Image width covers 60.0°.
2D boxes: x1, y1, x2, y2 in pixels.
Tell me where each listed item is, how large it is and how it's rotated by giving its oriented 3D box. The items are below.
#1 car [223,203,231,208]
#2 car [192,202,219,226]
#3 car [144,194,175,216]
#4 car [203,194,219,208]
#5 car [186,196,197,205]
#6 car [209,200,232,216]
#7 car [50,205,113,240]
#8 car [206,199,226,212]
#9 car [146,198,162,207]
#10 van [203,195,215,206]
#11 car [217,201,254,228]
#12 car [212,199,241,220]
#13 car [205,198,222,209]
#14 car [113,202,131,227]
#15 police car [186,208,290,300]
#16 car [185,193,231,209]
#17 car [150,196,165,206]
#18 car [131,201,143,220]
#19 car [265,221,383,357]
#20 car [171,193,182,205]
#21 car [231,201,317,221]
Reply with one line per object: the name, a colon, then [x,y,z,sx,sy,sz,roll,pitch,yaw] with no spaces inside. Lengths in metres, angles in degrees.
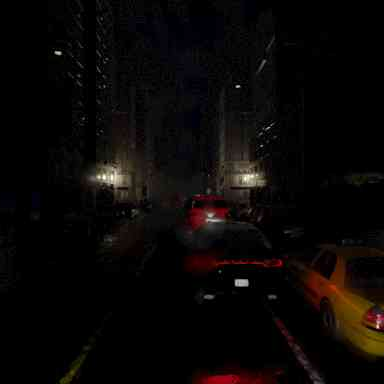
car: [2.837,1.524,17.280,1.752,1.417,4.829,0,0,0]
car: [0.871,1.525,24.441,1.812,1.442,4.674,0,0,0]
car: [-3.138,1.350,33.021,2.097,1.767,4.553,0,0,0]
car: [2.800,1.312,50.252,2.192,1.841,5.009,0,0,0]
car: [-0.069,1.522,59.563,1.812,1.442,4.674,0,0,0]
car: [2.819,1.549,33.681,2.008,1.369,4.403,0,0,0]
car: [-5.688,1.544,17.085,1.887,1.381,4.507,0,0,0]
car: [2.812,1.548,39.205,2.008,1.369,4.403,0,0,0]
car: [-5.726,1.563,50.236,1.947,1.339,4.313,0,0,0]
van: [2.794,1.338,55.776,1.690,1.788,3.998,0,0,0]
car: [2.831,1.439,22.634,1.967,1.590,4.097,0,0,0]
car: [2.825,1.438,28.157,1.967,1.590,4.097,0,0,0]
car: [2.806,1.563,44.728,1.947,1.339,4.313,0,0,0]
car: [-5.695,1.565,22.610,1.947,1.339,4.313,0,0,0]
police car: [0.888,1.425,8.551,1.930,1.638,5.238,0,0,0]
car: [0.878,1.222,18.471,2.150,2.045,5.566,0,0,0]
car: [-5.732,1.437,55.761,1.967,1.590,4.097,0,0,0]
car: [-5.701,1.564,28.135,1.947,1.339,4.313,0,0,0]
car: [2.850,1.525,6.233,1.752,1.417,4.829,0,0,0]
car: [-3.071,1.219,60.952,2.150,2.045,5.566,0,0,0]
car: [2.844,1.315,11.586,2.192,1.841,5.009,0,0,0]
